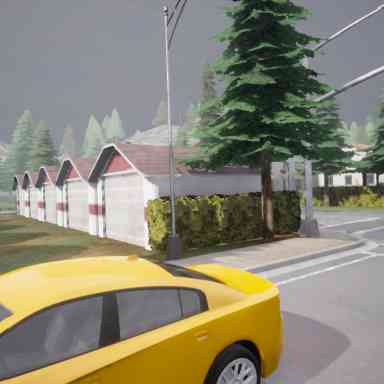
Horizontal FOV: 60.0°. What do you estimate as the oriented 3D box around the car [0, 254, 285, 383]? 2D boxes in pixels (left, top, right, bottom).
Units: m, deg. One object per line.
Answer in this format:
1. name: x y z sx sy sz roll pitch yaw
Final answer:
1. car: -1.296 1.455 3.068 5.008 1.535 1.882 -2 1 -35
